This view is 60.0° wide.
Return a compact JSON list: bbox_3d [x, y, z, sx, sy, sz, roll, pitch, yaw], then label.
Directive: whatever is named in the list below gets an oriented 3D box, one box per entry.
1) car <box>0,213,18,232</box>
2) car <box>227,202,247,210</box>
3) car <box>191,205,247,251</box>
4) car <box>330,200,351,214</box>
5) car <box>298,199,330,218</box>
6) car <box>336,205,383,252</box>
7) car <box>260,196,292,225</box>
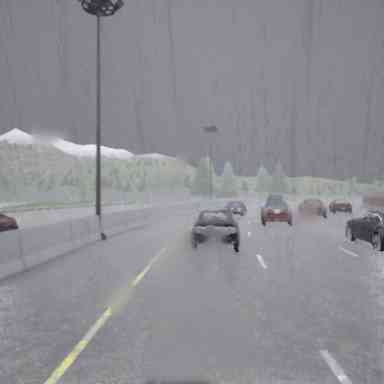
[{"bbox_3d":[-9.660,1.558,14.665,1.812,1.442,4.674,0,0,6],"label":"car"},{"bbox_3d":[4.295,1.639,32.582,2.033,1.411,5.357,0,0,14],"label":"car"},{"bbox_3d":[1.077,1.531,14.386,2.128,1.511,4.902,0,0,6],"label":"car"},{"bbox_3d":[16.442,1.591,36.961,1.882,1.535,5.008,0,0,17],"label":"car"},{"bbox_3d":[11.234,1.446,31.287,2.097,1.767,4.553,0,0,14],"label":"car"},{"bbox_3d":[8.055,1.536,13.907,2.128,1.511,4.902,0,0,6],"label":"car"},{"bbox_3d":[6.247,1.425,24.939,2.097,1.767,4.553,0,0,11],"label":"car"}]
